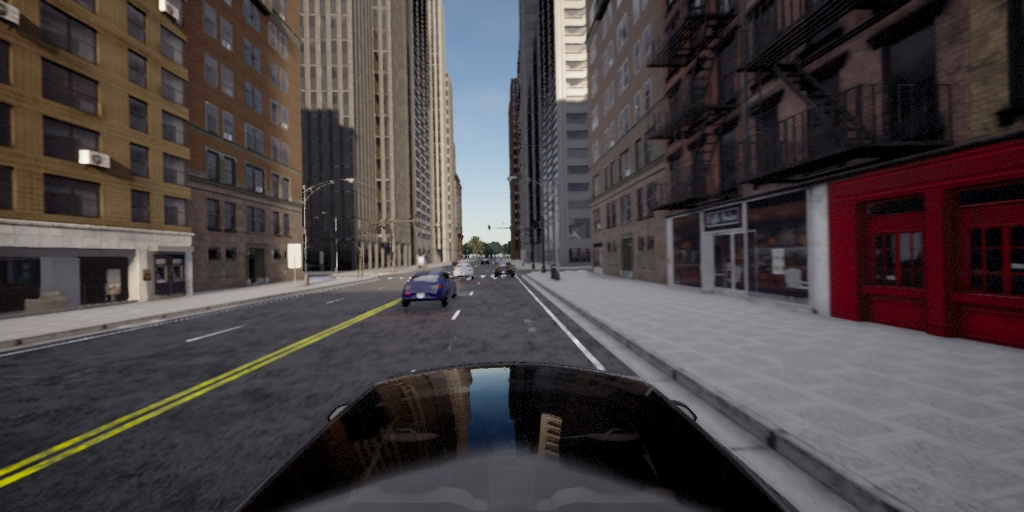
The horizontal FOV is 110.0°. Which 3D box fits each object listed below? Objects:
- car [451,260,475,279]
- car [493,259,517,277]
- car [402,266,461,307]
[{"bbox_3d":[-4.536,1.393,33.881,1.812,1.442,4.674,-1,0,-7],"label":"car"},{"bbox_3d":[-0.647,1.310,35.622,1.812,1.442,4.674,-1,0,4],"label":"car"},{"bbox_3d":[-3.618,1.366,16.159,1.812,1.442,4.674,-1,0,-2],"label":"car"}]
